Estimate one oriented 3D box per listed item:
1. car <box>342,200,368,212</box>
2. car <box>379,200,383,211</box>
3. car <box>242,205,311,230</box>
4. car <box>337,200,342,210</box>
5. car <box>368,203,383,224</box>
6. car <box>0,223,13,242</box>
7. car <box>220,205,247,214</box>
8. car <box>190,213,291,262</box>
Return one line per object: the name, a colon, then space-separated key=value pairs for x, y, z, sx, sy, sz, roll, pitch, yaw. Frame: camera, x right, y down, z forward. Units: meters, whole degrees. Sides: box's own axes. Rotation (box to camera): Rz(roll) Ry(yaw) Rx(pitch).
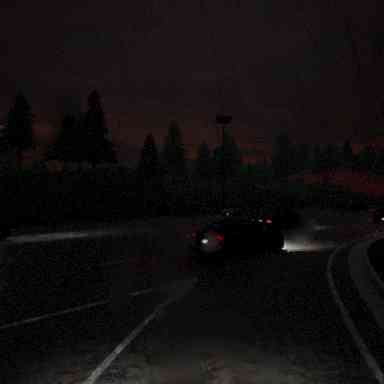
car: x=25.892 y=2.295 z=51.979 sx=5.357 sy=1.411 sz=2.033 roll=1 pitch=-1 yaw=-45
car: x=31.722 y=2.133 z=52.999 sx=4.553 sy=1.767 sz=2.097 roll=1 pitch=-1 yaw=-45
car: x=5.938 y=1.849 z=22.144 sx=5.357 sy=1.411 sz=2.033 roll=1 pitch=-1 yaw=-45
car: x=27.274 y=2.184 z=58.310 sx=4.553 sy=1.767 sz=2.097 roll=1 pitch=-1 yaw=-45
car: x=16.970 y=1.921 z=28.220 sx=4.892 sy=1.490 sz=1.837 roll=1 pitch=-1 yaw=-45
car: x=-10.922 y=1.757 z=15.192 sx=4.718 sy=1.301 sz=1.895 roll=1 pitch=-1 yaw=-45
car: x=5.275 y=2.080 z=36.324 sx=4.718 sy=1.301 sz=1.895 roll=1 pitch=-1 yaw=-45
car: x=1.872 y=1.738 z=13.134 sx=4.181 sy=1.385 sz=1.994 roll=1 pitch=-1 yaw=-45
